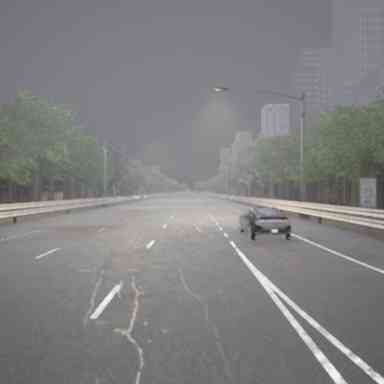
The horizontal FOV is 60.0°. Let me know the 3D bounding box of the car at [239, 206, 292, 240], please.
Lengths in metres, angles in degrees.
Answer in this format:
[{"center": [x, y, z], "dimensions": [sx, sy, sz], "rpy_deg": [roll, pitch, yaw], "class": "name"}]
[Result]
[{"center": [3.536, 1.464, 16.746], "dimensions": [2.128, 1.511, 4.902], "rpy_deg": [0, 0, -1], "class": "car"}]
